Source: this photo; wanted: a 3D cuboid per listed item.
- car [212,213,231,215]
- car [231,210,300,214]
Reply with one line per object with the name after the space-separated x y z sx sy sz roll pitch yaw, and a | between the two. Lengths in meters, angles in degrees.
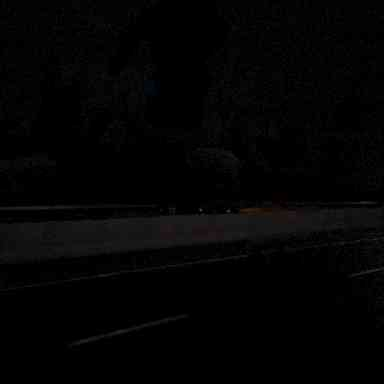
4.688 1.445 27.670 5.357 1.411 2.033 0 0 -30 | car
5.614 1.400 24.124 5.008 1.535 1.882 0 0 -30 | car
